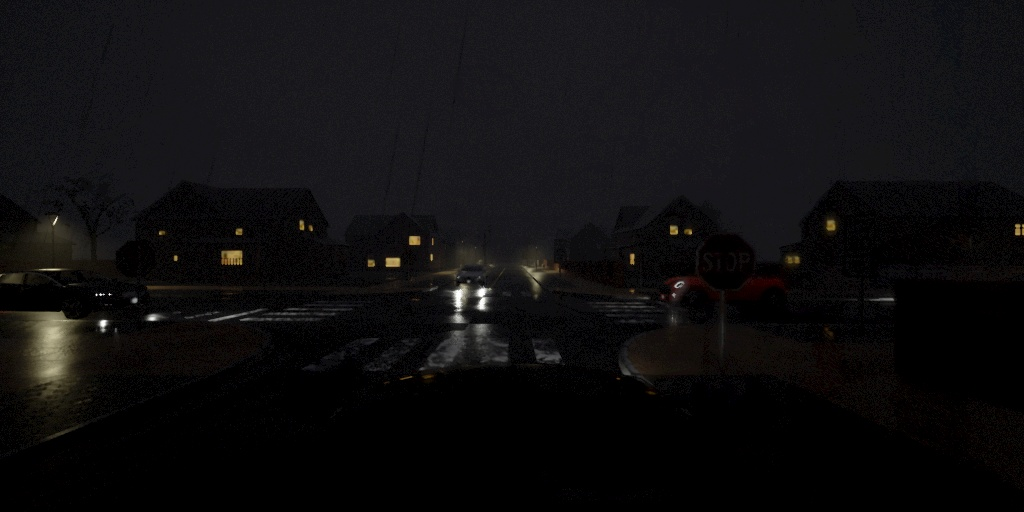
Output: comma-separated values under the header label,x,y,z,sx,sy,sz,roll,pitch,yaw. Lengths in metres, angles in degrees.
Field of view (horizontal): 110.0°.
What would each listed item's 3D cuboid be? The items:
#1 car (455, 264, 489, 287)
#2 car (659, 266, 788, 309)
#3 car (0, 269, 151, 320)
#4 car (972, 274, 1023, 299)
label,x,y,z,sx,sy,sz,roll,pitch,yaw
car,-2.700,1.315,24.727,1.812,1.442,4.674,0,0,0
car,8.642,1.158,15.006,4.553,1.767,2.097,0,0,4
car,-14.861,1.185,11.811,4.902,1.511,2.128,0,0,0
car,21.835,1.449,14.783,4.181,1.385,1.994,0,0,0
